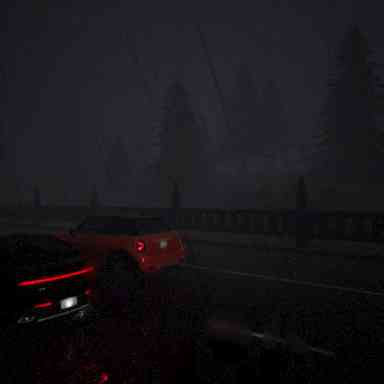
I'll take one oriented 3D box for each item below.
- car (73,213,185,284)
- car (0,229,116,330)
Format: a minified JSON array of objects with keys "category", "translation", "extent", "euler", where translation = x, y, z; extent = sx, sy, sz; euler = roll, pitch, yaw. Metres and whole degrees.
[{"category":"car","translation":[-2.487,1.430,10.062],"extent":[4.553,1.767,2.097],"euler":[-1,0,36]},{"category":"car","translation":[-3.976,1.576,6.825],"extent":[4.892,1.490,1.837],"euler":[-1,0,35]}]
